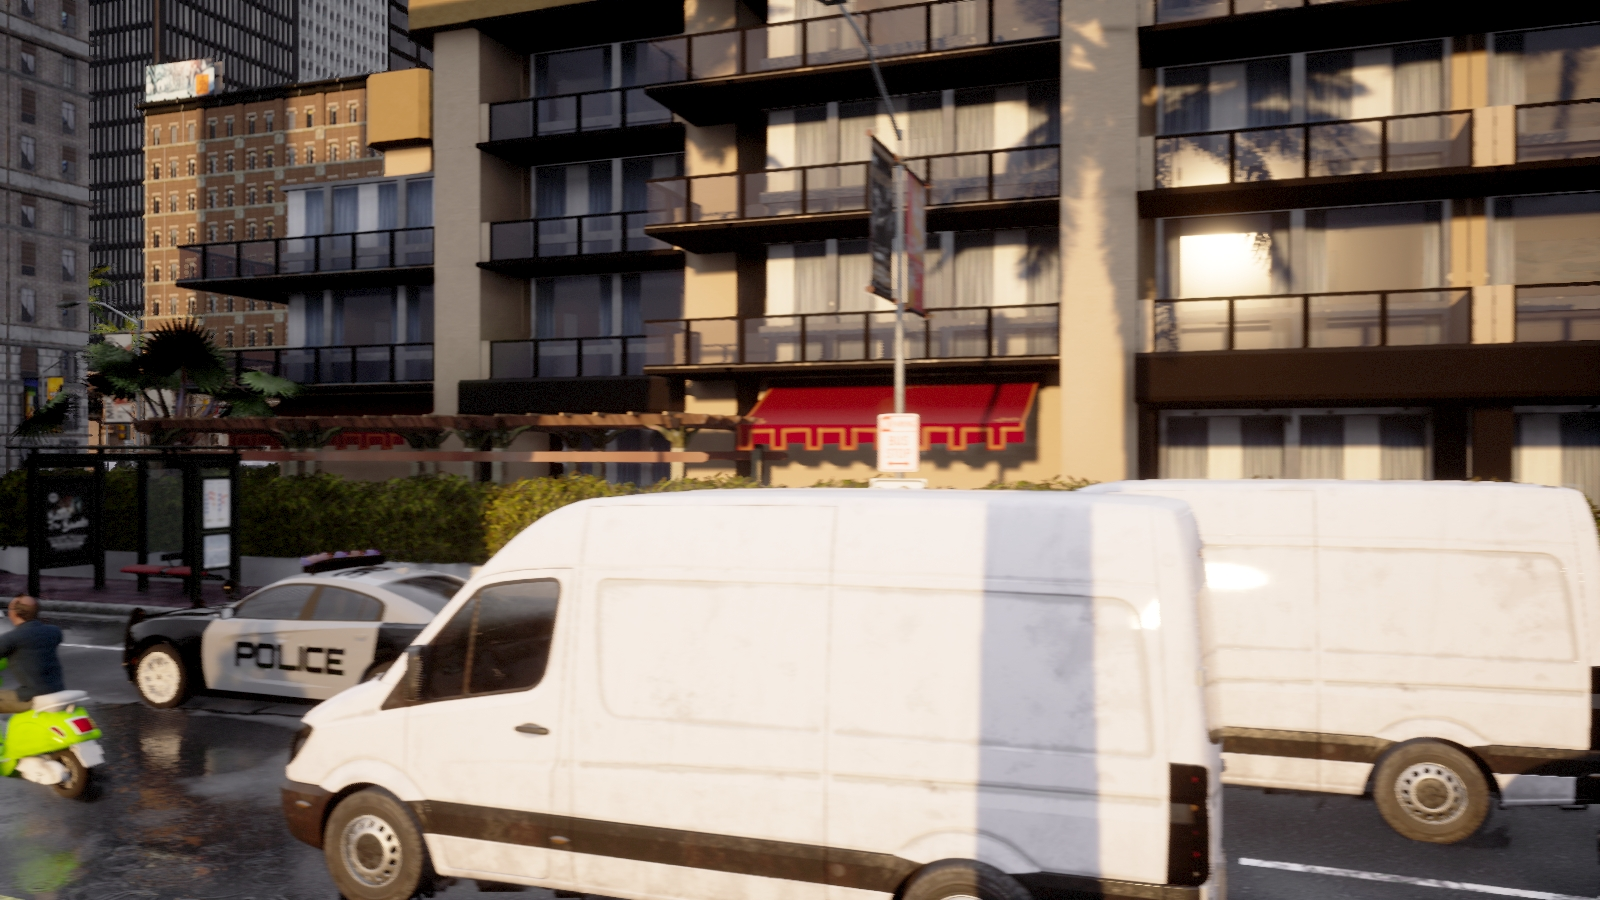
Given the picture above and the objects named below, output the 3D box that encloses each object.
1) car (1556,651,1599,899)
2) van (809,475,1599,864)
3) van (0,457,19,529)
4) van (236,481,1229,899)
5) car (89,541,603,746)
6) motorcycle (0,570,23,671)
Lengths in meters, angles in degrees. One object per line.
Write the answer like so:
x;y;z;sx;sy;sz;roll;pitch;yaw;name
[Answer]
6.407;1.992;4.785;5.027;1.651;2.152;0;0;19;car
3.195;1.535;9.617;5.915;2.561;1.988;0;0;19;van
-30.321;1.534;39.103;1.988;2.561;5.915;0;0;19;van
-0.468;1.535;7.211;5.915;2.561;1.988;0;0;20;van
-5.028;1.982;12.706;5.238;1.638;2.097;0;0;20;car
-11.319;2.205;14.866;2.209;1.251;0.867;0;0;20;motorcycle
